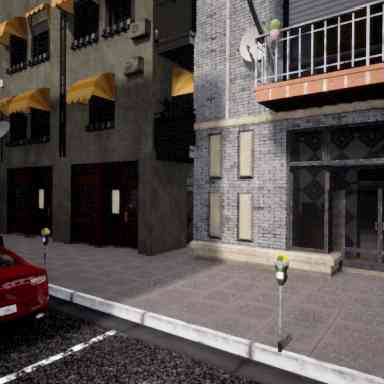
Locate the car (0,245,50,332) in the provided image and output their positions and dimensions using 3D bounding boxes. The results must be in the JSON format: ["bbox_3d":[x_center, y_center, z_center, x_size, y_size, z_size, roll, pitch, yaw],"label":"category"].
[{"bbox_3d":[-4.421,1.544,6.028,4.507,1.381,1.887,0,1,36],"label":"car"}]
